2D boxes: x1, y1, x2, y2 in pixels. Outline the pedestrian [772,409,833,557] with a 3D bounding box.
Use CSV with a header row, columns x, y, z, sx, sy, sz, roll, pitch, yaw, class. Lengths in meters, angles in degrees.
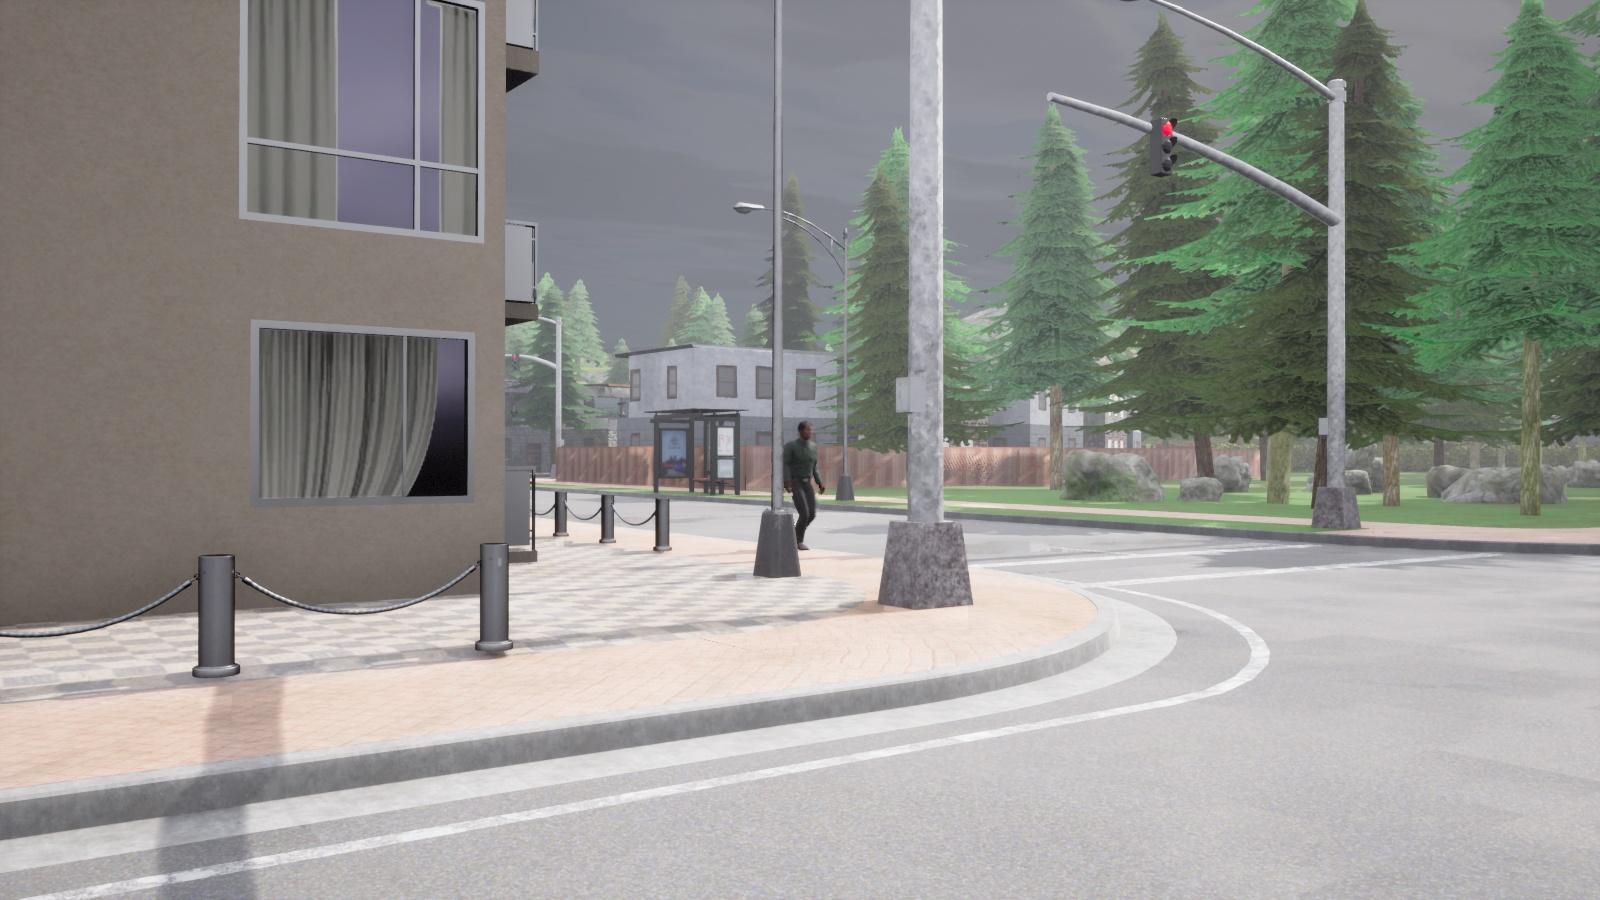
x,y,z,sx,sy,sz,roll,pitch,yaw,class
0.030,0.432,17.003,0.423,1.949,0.788,0,0,-37,pedestrian
